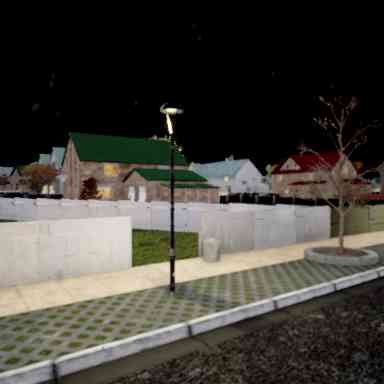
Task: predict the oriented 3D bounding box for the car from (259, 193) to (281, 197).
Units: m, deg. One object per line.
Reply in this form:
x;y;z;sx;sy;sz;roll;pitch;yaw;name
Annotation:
9.766;0.968;40.225;2.097;1.767;4.553;0;1;-34;car
